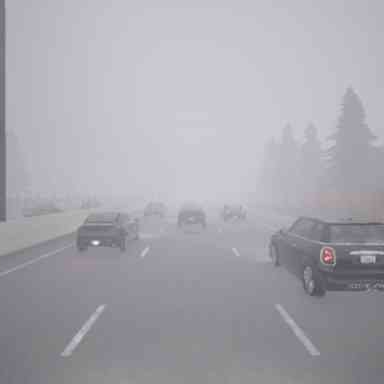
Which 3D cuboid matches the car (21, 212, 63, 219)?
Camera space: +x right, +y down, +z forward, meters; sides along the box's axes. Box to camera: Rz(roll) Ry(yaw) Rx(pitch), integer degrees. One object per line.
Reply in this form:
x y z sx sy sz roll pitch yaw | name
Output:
-10.723 1.685 24.361 1.994 1.385 4.181 0 0 0 | car

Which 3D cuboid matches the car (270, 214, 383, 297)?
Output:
3.557 1.391 8.861 2.097 1.767 4.553 0 0 0 | car

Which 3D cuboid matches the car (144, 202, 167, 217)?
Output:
-3.571 1.702 32.657 2.033 1.411 5.357 0 0 0 | car

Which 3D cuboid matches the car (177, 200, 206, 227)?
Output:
-0.032 1.588 23.727 1.882 1.535 5.008 0 0 0 | car

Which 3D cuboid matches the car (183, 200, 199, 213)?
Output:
-0.122 1.719 41.672 1.812 1.442 4.674 0 0 -1 | car

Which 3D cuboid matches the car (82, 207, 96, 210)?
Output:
-14.309 1.580 47.156 2.097 1.767 4.553 0 0 0 | car

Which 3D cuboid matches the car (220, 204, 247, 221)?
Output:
3.451 1.732 28.834 1.895 1.301 4.718 0 0 0 | car

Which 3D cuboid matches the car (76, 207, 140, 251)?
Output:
-3.472 1.575 14.367 1.837 1.490 4.892 0 0 0 | car
